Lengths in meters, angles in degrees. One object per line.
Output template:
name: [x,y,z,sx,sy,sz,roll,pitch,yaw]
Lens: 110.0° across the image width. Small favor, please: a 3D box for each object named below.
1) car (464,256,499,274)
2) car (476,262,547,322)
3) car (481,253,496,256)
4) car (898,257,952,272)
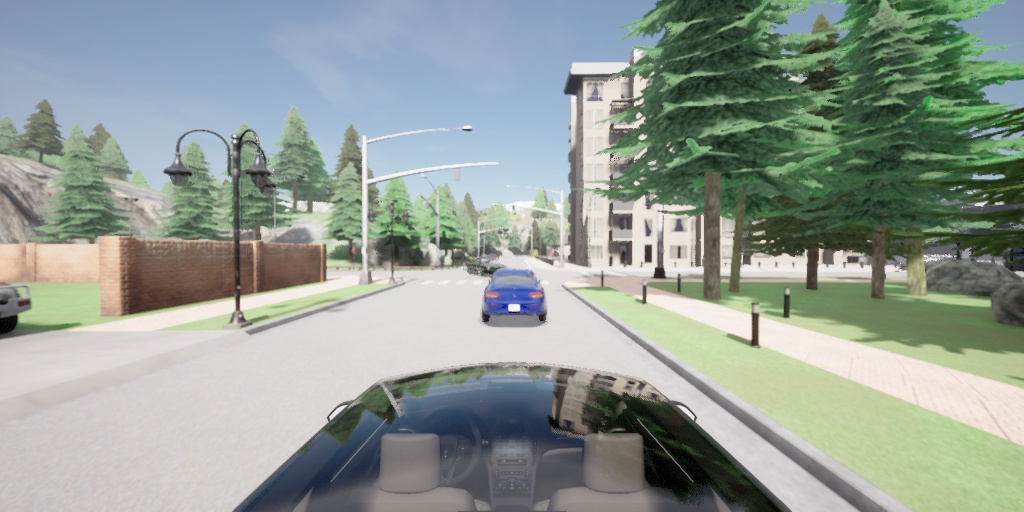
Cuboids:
car: [-2.233,0.887,28.564,1.895,1.301,4.718,0,1,-26]
car: [0.078,1.105,11.433,1.812,1.442,4.674,0,1,1]
car: [-3.683,0.533,49.988,1.895,1.301,4.718,0,1,1]
car: [37.033,0.796,31.063,5.357,1.411,2.033,0,1,2]
